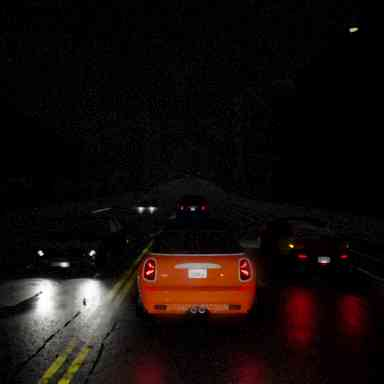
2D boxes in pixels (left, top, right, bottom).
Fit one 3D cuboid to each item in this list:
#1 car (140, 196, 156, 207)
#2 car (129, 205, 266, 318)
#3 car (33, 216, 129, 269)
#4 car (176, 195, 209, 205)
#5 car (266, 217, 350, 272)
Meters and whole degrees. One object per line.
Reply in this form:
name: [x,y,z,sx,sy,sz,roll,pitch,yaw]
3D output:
car: [-6.611,1.400,50.431,1.882,1.535,5.008,0,0,0]
car: [0.082,1.346,7.546,2.097,1.767,4.553,0,0,0]
car: [-3.373,1.538,11.455,2.033,1.411,5.357,0,0,0]
car: [0.046,1.195,24.028,2.150,2.045,5.566,0,0,0]
car: [3.333,1.517,10.592,1.812,1.442,4.674,0,0,1]
